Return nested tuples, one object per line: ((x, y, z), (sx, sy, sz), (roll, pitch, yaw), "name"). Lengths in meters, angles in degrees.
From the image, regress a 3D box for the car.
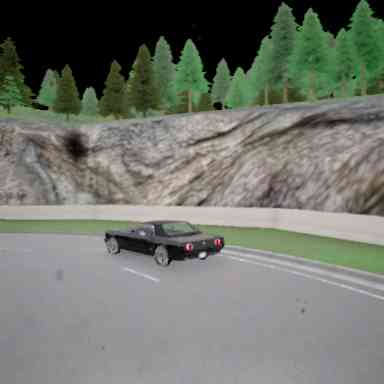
((-1.210, 1.624, 11.618), (1.895, 1.301, 4.718), (0, 0, -43), "car")
